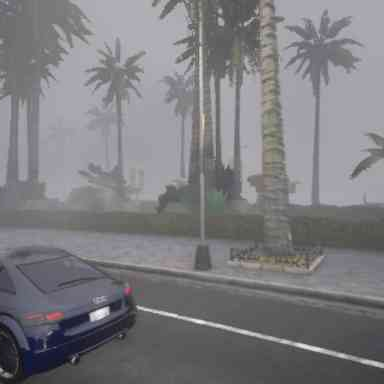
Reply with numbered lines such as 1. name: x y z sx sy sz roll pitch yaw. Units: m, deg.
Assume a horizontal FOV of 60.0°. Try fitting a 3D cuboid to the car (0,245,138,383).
1. car: -2.928 1.613 5.471 4.181 1.385 1.994 -1 0 32
